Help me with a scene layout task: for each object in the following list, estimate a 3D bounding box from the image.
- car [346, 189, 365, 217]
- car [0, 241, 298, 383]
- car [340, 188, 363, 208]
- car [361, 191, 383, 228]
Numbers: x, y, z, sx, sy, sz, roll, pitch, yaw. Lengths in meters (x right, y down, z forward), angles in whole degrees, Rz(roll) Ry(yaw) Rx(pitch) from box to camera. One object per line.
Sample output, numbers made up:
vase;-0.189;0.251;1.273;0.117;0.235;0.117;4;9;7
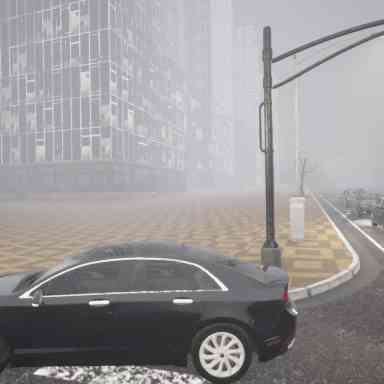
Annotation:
car;11.122;0.759;20.671;1.994;1.385;4.181;-1;2;17
car;-1.039;1.505;4.758;4.892;1.490;1.837;0;0;0
car;13.125;0.454;26.732;2.128;1.511;4.902;-1;2;18
car;9.065;0.928;14.380;2.128;1.511;4.902;-1;2;18
